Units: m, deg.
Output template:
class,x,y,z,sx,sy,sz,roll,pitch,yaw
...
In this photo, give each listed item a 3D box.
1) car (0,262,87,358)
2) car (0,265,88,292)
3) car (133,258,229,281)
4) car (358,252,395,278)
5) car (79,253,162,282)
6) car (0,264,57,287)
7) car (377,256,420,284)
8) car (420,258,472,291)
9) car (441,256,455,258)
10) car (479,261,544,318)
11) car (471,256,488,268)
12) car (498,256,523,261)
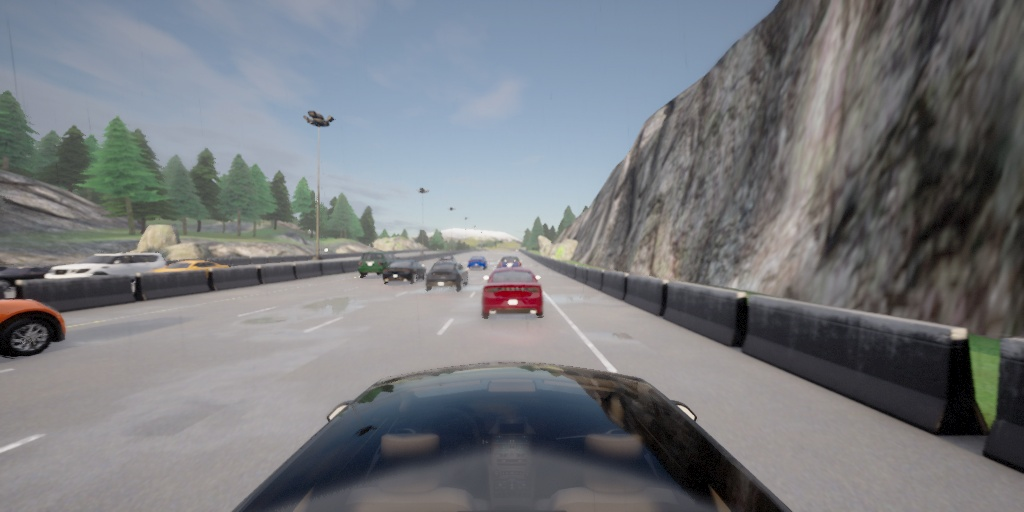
class,x,y,z,sx,sy,sz,roll,pitch,yaw
car,-10.424,1.102,5.590,2.097,1.767,4.553,0,0,-1
car,-28.224,1.234,20.711,1.895,1.301,4.718,0,1,0
car,-21.230,1.047,23.614,1.882,1.535,5.008,0,1,0
car,-10.653,0.663,29.491,2.150,2.045,5.566,0,1,-1
car,-24.729,0.823,22.308,2.150,2.045,5.566,0,1,0
car,-31.726,1.228,21.874,1.895,1.301,4.718,0,1,0
car,-7.102,0.995,24.211,1.882,1.535,5.008,0,1,-1
car,-3.563,1.071,20.261,1.837,1.490,4.892,0,1,-1
car,-7.262,0.699,41.044,2.128,1.511,4.902,0,1,-1
car,0.010,1.127,12.596,1.882,1.535,5.008,0,1,-1
car,-3.753,0.695,40.083,1.882,1.535,5.008,0,1,-1
car,-0.163,0.742,30.610,2.097,1.767,4.553,0,1,-1
